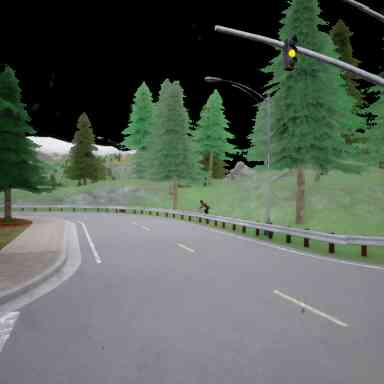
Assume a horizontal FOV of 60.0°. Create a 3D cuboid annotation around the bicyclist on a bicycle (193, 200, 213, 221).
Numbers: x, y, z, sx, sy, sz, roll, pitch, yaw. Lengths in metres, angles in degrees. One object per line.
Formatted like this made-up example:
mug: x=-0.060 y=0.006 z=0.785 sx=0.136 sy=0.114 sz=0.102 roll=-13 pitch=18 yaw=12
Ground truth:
bicyclist on a bicycle: x=0.876 y=1.432 z=25.515 sx=1.656 sy=1.620 sz=0.582 roll=-1 pitch=2 yaw=-20
